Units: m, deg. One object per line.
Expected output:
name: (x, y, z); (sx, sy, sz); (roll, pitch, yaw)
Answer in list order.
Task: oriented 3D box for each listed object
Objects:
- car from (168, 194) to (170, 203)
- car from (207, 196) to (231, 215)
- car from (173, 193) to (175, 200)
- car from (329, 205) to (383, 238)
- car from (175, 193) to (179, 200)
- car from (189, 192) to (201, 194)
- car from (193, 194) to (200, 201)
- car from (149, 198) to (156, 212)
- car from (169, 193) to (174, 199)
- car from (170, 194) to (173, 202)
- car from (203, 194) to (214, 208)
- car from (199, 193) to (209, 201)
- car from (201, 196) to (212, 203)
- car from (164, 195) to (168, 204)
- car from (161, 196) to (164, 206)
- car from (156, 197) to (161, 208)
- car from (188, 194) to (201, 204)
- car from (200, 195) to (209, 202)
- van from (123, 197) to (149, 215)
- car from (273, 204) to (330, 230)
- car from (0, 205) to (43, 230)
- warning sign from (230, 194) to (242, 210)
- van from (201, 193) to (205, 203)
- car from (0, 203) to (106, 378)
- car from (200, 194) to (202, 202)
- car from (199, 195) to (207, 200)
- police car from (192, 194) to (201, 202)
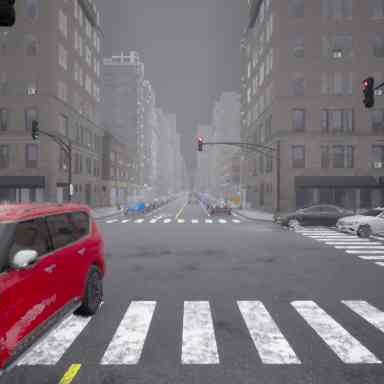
car: (-5.609, 1.527, 61.571); (1.752, 1.417, 4.829); (0, 0, 0)
car: (2.801, 1.442, 33.367); (1.967, 1.590, 4.097); (0, 0, 0)
car: (-5.539, 1.522, 78.576); (1.752, 1.417, 4.829); (0, 0, 0)
car: (9.990, 1.538, 17.337); (4.674, 1.442, 1.812); (0, 0, -3)
car: (-5.491, 1.307, 90.082); (2.192, 1.841, 5.009); (0, 0, 0)
car: (0.297, 1.039, 72.971); (2.150, 2.045, 5.566); (0, 0, 0)
car: (1.152, 1.448, 89.559); (1.801, 1.575, 5.366); (0, 0, 0)
car: (-5.702, 1.443, 39.068); (1.967, 1.590, 4.097); (0, 0, 0)
car: (-5.561, 1.543, 73.077); (1.887, 1.381, 4.507); (0, 0, 0)
car: (-5.585, 1.566, 67.409); (1.947, 1.339, 4.313); (0, 0, 0)
car: (2.847, 1.443, 44.705); (1.967, 1.590, 4.097); (0, 0, 0)
car: (3.010, 1.309, 84.389); (2.192, 1.841, 5.009); (0, 0, 0)
car: (2.941, 1.551, 67.382); (2.008, 1.369, 4.403); (0, 0, 0)
car: (-5.632, 1.568, 56.073); (1.947, 1.339, 4.313); (0, 0, 0)
car: (-5.655, 1.585, 50.405); (1.802, 1.307, 4.206); (0, 0, 0)
car: (-5.678, 1.569, 44.736); (1.947, 1.339, 4.313); (0, 0, 0)
car: (0.255, 1.566, 62.937); (1.994, 1.385, 4.181); (0, 0, 0)
car: (2.988, 1.437, 78.721); (1.967, 1.590, 4.097); (0, 0, 0)
van: (-5.725, 1.343, 33.400); (1.690, 1.788, 3.998); (0, 0, 0)
car: (7.503, 1.510, 20.666); (4.892, 1.490, 1.837); (0, 0, 0)
car: (-12.340, 1.521, 20.554); (5.357, 1.411, 2.033); (0, 0, 0)
warning sign: (5.227, 1.118, 39.351); (1.300, 1.860, 1.060); (0, 0, 0)
van: (2.894, 1.344, 56.043); (1.690, 1.788, 3.998); (0, 0, 0)
car: (-2.927, 1.223, 4.617); (2.150, 2.045, 5.566); (0, 0, 3)
car: (2.918, 1.527, 61.882); (1.752, 1.417, 4.829); (0, 0, 0)
car: (3.034, 1.558, 90.059); (1.947, 1.339, 4.313); (0, 0, 0)
police car: (1.120, 1.421, 79.464); (1.930, 1.638, 5.238); (0, 0, -1)
